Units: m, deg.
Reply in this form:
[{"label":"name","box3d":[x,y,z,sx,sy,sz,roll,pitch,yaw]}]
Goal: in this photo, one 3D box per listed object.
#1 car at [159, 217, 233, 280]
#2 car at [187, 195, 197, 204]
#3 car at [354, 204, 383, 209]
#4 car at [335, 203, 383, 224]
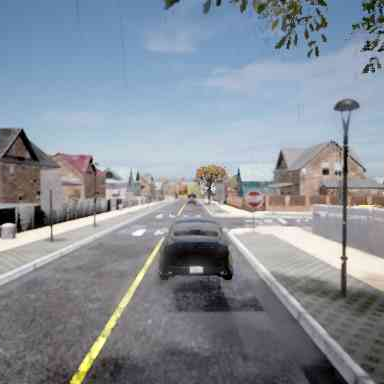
[{"label":"car","box3d":[0.098,1.503,9.873,1.837,1.490,4.892,0,0,0]},{"label":"car","box3d":[-0.009,1.861,68.304,1.895,1.301,4.718,0,0,0]},{"label":"car","box3d":[12.339,1.614,22.372,5.008,1.535,1.882,1,2,7]},{"label":"car","box3d":[13.270,1.610,25.072,4.181,1.385,1.994,1,2,8]}]
